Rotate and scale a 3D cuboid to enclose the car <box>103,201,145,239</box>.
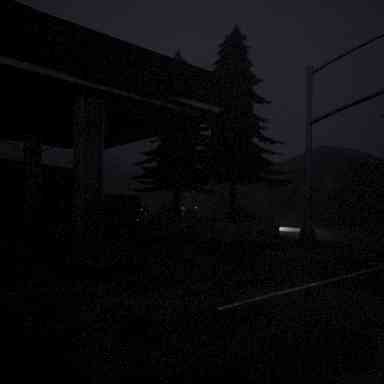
[{"bbox_3d":[-4.505,1.445,18.311,1.905,1.878,3.866,1,0,-36],"label":"car"}]

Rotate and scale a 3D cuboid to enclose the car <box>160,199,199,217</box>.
[{"bbox_3d":[-1.309,1.537,32.682,2.097,1.767,4.553,1,0,-36],"label":"car"}]

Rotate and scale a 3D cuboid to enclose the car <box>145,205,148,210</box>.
[{"bbox_3d":[-7.460,1.661,41.345,2.033,1.411,5.357,1,0,-35],"label":"car"}]

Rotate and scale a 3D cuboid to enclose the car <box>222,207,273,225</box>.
[{"bbox_3d":[4.112,1.813,25.044,1.994,1.385,4.181,1,0,-35],"label":"car"}]

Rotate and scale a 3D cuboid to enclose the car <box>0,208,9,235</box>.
[{"bbox_3d":[-11.637,1.520,18.492,2.242,1.667,4.611,1,0,-36],"label":"car"}]
